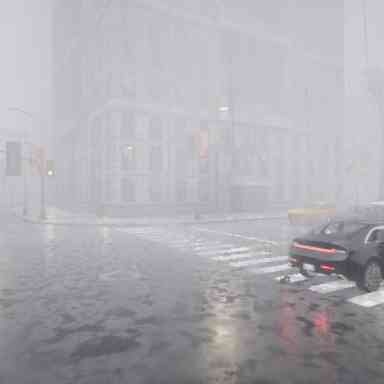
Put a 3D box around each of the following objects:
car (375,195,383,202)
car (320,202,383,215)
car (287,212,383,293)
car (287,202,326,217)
[{"bbox_3d":[17.690,1.221,29.216,5.566,2.045,2.150,0,0,-31],"label":"car"},{"bbox_3d":[10.808,1.547,20.933,5.357,1.411,2.033,0,0,-32],"label":"car"},{"bbox_3d":[4.719,1.499,8.859,4.902,1.511,2.128,0,0,-32],"label":"car"},{"bbox_3d":[8.995,1.478,23.924,5.008,1.535,1.882,0,0,-32],"label":"car"}]
